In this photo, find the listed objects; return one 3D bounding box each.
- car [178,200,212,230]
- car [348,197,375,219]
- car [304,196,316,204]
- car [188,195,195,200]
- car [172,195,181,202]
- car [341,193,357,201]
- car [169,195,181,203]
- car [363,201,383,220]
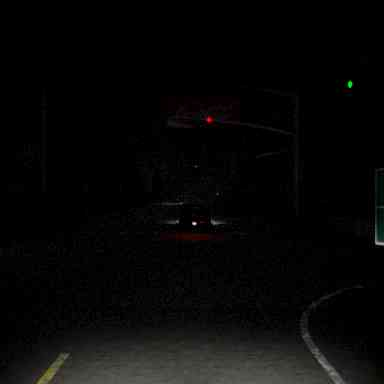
[{"bbox_3d":[0.174,1.503,21.008,1.837,1.490,4.892,1,0,1],"label":"car"},{"bbox_3d":[14.311,1.504,24.998,3.866,1.878,1.905,0,0,0],"label":"car"},{"bbox_3d":[22.355,1.552,64.083,1.970,1.475,3.806,0,0,0],"label":"car"},{"bbox_3d":[-0.130,1.552,86.342,1.994,1.385,4.181,0,0,0],"label":"car"},{"bbox_3d":[-3.619,1.540,78.920,2.033,1.411,5.357,0,0,0],"label":"car"},{"bbox_3d":[34.741,1.489,71.903,2.007,1.523,4.514,0,0,0],"label":"car"},{"bbox_3d":[-3.612,1.352,68.598,2.097,1.767,4.553,0,0,0],"label":"car"},{"bbox_3d":[18.625,1.672,30.678,4.611,1.667,2.242,0,0,0],"label":"car"}]
